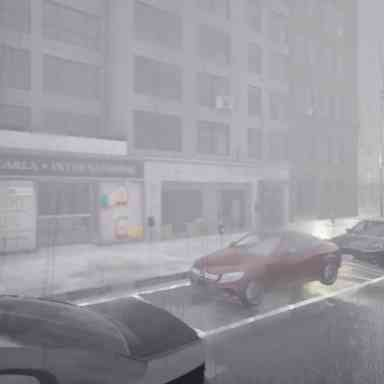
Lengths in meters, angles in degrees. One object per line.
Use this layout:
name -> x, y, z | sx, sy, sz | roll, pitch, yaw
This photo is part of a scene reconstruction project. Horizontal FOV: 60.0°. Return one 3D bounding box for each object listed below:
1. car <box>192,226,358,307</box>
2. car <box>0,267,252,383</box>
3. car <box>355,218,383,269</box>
car -> 1.895, 1.578, 7.889 | 4.206, 1.307, 1.802 | 0, 0, -36
car -> -2.171, 1.481, 1.701 | 5.008, 1.535, 1.882 | 0, 0, -36
car -> 6.390, 1.554, 11.102 | 4.313, 1.339, 1.947 | 0, 0, -36
